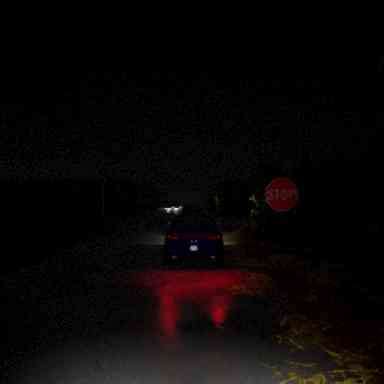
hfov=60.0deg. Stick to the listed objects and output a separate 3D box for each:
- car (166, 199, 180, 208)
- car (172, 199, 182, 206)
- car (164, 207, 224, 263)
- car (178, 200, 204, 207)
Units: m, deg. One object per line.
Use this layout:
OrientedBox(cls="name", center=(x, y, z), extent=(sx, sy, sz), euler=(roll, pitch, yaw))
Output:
OrientedBox(cls="car", center=(-3.174, 1.914, 54.778), extent=(1.994, 1.385, 4.181), euler=(0, -1, 0))
OrientedBox(cls="car", center=(-3.113, 2.238, 70.035), extent=(1.837, 1.490, 4.892), euler=(0, -2, 0))
OrientedBox(cls="car", center=(0.067, 1.519, 12.221), extent=(1.882, 1.535, 5.008), euler=(0, -1, 0))
OrientedBox(cls="car", center=(0.069, 1.652, 30.836), extent=(2.128, 1.511, 4.902), euler=(0, 0, 0))
